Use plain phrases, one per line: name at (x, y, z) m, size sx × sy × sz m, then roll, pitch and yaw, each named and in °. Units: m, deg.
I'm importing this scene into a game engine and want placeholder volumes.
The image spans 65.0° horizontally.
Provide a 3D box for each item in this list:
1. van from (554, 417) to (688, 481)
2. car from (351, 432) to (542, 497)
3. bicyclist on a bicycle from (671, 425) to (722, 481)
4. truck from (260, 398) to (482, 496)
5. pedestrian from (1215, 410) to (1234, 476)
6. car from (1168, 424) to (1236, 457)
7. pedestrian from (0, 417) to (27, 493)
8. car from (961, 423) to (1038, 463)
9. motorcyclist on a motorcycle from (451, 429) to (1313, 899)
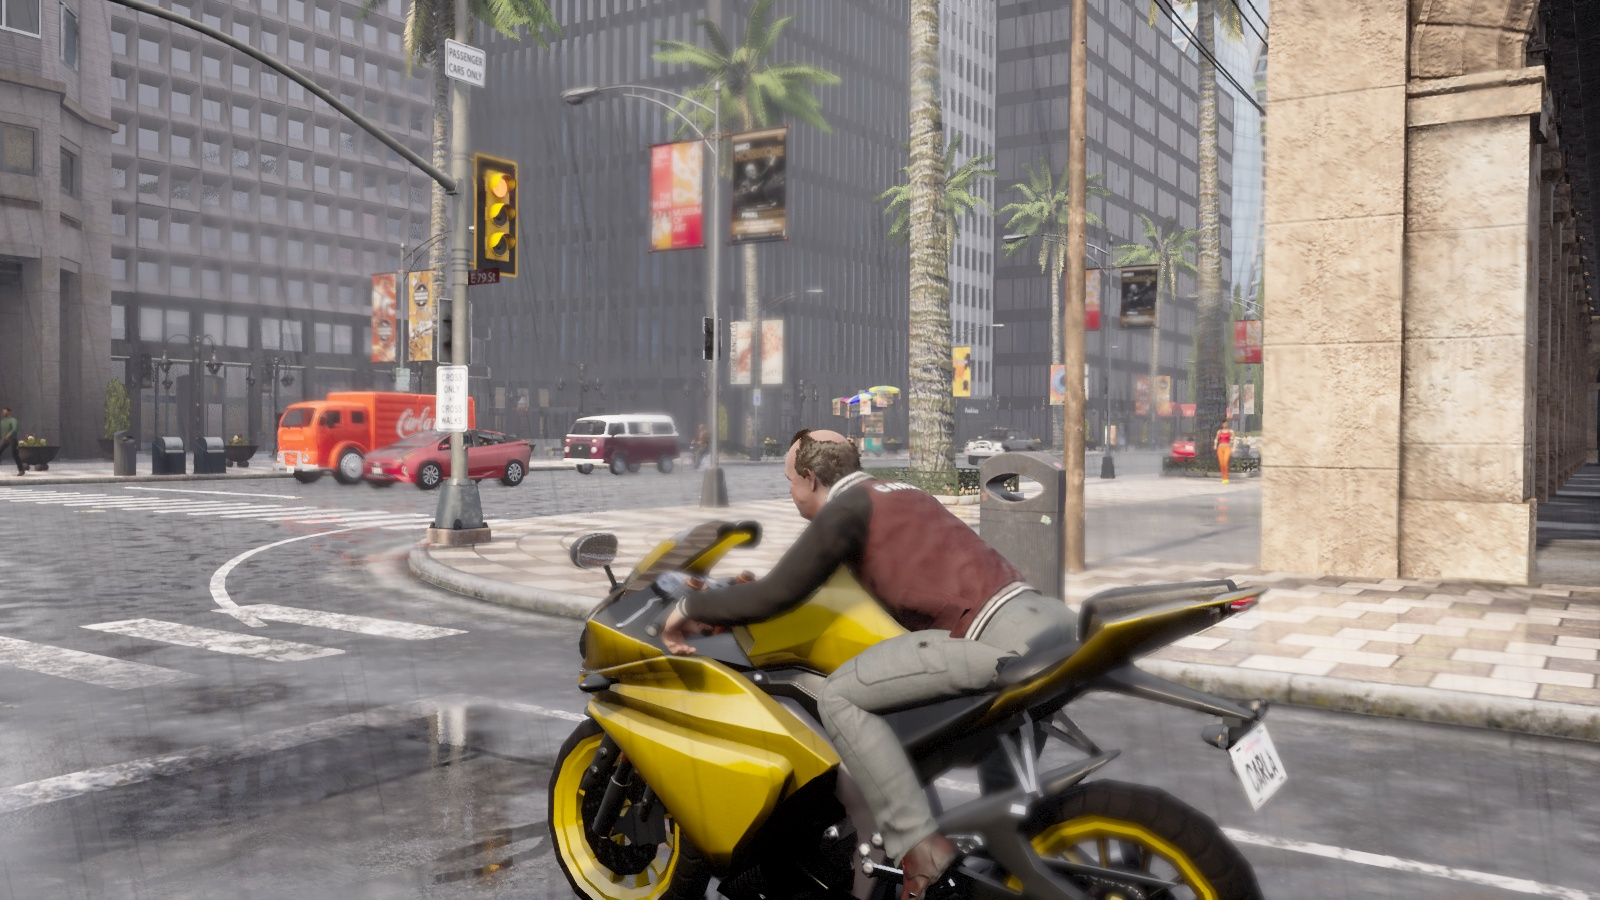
van at (-6.066, -0.084, 43.127) m, size 2.069 × 2.038 × 4.480 m, roll 0°, pitch 2°, yaw 33°
car at (-8.995, 0.318, 32.343) m, size 2.007 × 1.525 × 4.514 m, roll 0°, pitch 1°, yaw 33°
bicyclist on a bicycle at (-3.362, 0.074, 40.869) m, size 0.659 × 1.776 × 1.843 m, roll 0°, pitch 1°, yaw 33°
truck at (-11.689, -0.121, 34.589) m, size 2.627 × 2.467 × 5.204 m, roll 0°, pitch 1°, yaw 35°
pedestrian at (11.817, -0.196, 34.930) m, size 0.345 × 1.836 × 0.594 m, roll 0°, pitch 1°, yaw 33°
car at (20.904, -0.503, 65.176) m, size 2.242 × 1.667 × 4.611 m, roll 0°, pitch 1°, yaw 33°
pedestrian at (-20.532, 0.130, 32.483) m, size 0.423 × 1.949 × 0.788 m, roll 0°, pitch 1°, yaw 16°
car at (9.679, -0.368, 60.681) m, size 1.932 × 1.855 × 4.605 m, roll 0°, pitch 1°, yaw 33°
motorcyclist on a motorcycle at (0.146, 0.718, 3.421) m, size 2.191 × 1.530 × 0.866 m, roll 0°, pitch 1°, yaw 33°
